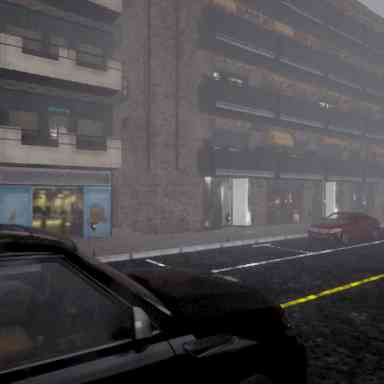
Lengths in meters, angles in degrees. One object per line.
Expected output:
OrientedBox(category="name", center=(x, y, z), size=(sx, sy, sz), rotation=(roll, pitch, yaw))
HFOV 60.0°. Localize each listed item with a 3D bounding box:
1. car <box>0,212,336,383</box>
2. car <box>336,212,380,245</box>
OrientedBox(category="car", center=(-1.607, 1.223, 2.288), size=(5.566, 2.045, 2.150), rotation=(0, 0, -35))
OrientedBox(category="car", center=(7.172, 1.583, 15.538), size=(4.206, 1.307, 1.802), rotation=(0, 0, -35))
